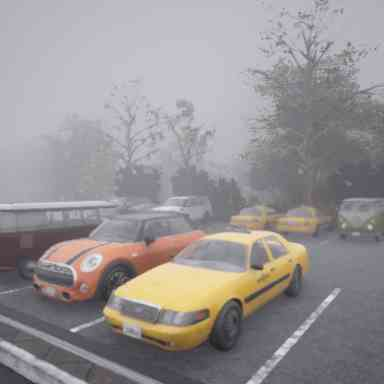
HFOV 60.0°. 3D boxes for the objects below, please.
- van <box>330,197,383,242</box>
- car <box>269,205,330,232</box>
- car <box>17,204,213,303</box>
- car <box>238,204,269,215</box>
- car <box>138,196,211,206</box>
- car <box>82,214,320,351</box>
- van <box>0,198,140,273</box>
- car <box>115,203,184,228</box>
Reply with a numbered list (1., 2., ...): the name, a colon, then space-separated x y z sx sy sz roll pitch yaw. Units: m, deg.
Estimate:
1. van: 8.387 1.255 16.265 1.878 1.987 4.442 0 0 35
2. car: 6.277 1.488 18.120 1.946 1.575 5.366 0 0 35
3. car: -1.507 1.366 8.408 2.185 1.767 4.553 0 0 35
4. car: 4.101 1.504 19.653 1.946 1.575 5.366 -1 0 35
5. car: -0.698 1.311 22.771 2.435 2.045 5.566 -1 -1 35
6. car: 0.754 1.479 6.551 1.946 1.575 5.366 0 0 35
7. van: -3.942 1.290 10.227 1.878 1.987 4.442 -1 0 35
8. car: -2.973 1.605 24.385 2.231 1.521 4.892 -1 -1 35
